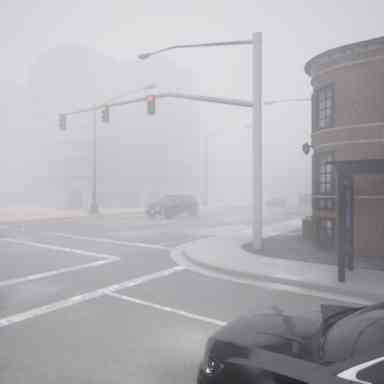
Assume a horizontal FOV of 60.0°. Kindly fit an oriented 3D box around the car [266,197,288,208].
[{"bbox_3d":[12.502,1.493,48.827,1.837,1.490,4.892,0,-1,36],"label":"car"}]

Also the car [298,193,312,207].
[{"bbox_3d":[17.537,1.210,49.618,2.150,2.045,5.566,0,0,35],"label":"car"}]

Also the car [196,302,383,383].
[{"bbox_3d":[2.294,1.505,2.329,4.892,1.490,1.837,0,0,35],"label":"car"}]

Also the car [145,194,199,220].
[{"bbox_3d":[-1.603,1.207,28.981,2.150,2.045,5.566,0,0,35],"label":"car"}]
